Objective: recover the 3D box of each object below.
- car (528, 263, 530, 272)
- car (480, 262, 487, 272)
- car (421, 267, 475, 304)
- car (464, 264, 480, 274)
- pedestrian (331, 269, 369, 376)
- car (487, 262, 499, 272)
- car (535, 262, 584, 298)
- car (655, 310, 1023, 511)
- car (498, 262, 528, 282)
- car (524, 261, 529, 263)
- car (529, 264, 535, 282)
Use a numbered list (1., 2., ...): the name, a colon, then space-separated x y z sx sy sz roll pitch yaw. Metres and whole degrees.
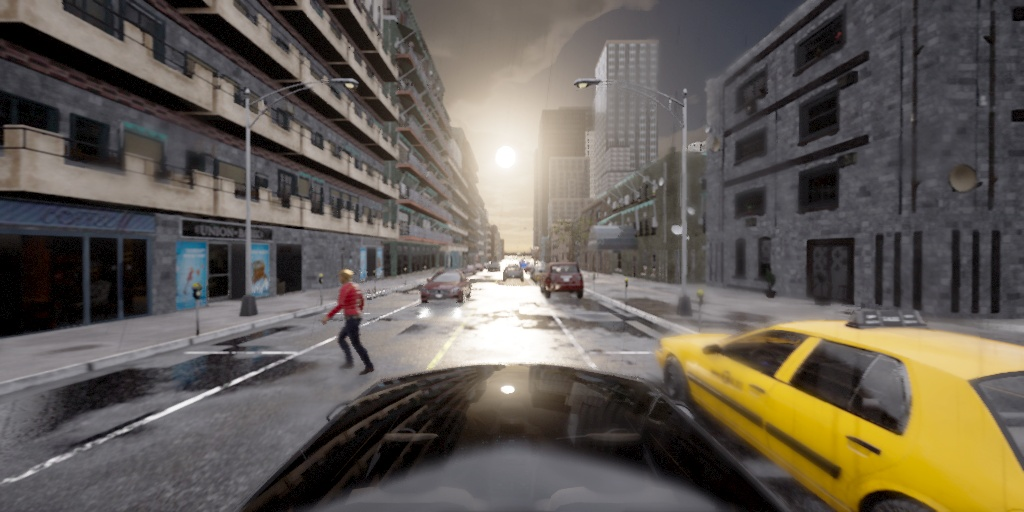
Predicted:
1. car: 2.718 1.676 36.538 2.007 1.370 4.403 0 0 0
2. car: -5.652 1.901 58.818 1.888 1.381 4.507 0 0 0
3. car: -3.090 1.447 17.528 1.812 1.442 4.674 0 0 0
4. car: -5.660 1.823 47.658 1.802 1.307 4.207 0 0 0
5. pedestrian: -2.769 1.092 6.145 0.375 1.860 0.375 -1 0 0
6. car: -2.959 1.794 61.056 2.097 1.767 4.553 0 -1 0
7. car: 2.669 1.261 19.800 2.192 1.841 5.009 0 0 0
8. car: 3.001 1.222 3.164 1.801 1.575 5.366 0 -1 0
9. car: 0.118 1.579 33.154 2.128 1.511 4.902 0 -1 0
10. car: 2.725 1.882 53.277 1.802 1.307 4.207 0 0 0
11. car: 2.700 1.591 31.129 1.751 1.417 4.829 0 0 0
